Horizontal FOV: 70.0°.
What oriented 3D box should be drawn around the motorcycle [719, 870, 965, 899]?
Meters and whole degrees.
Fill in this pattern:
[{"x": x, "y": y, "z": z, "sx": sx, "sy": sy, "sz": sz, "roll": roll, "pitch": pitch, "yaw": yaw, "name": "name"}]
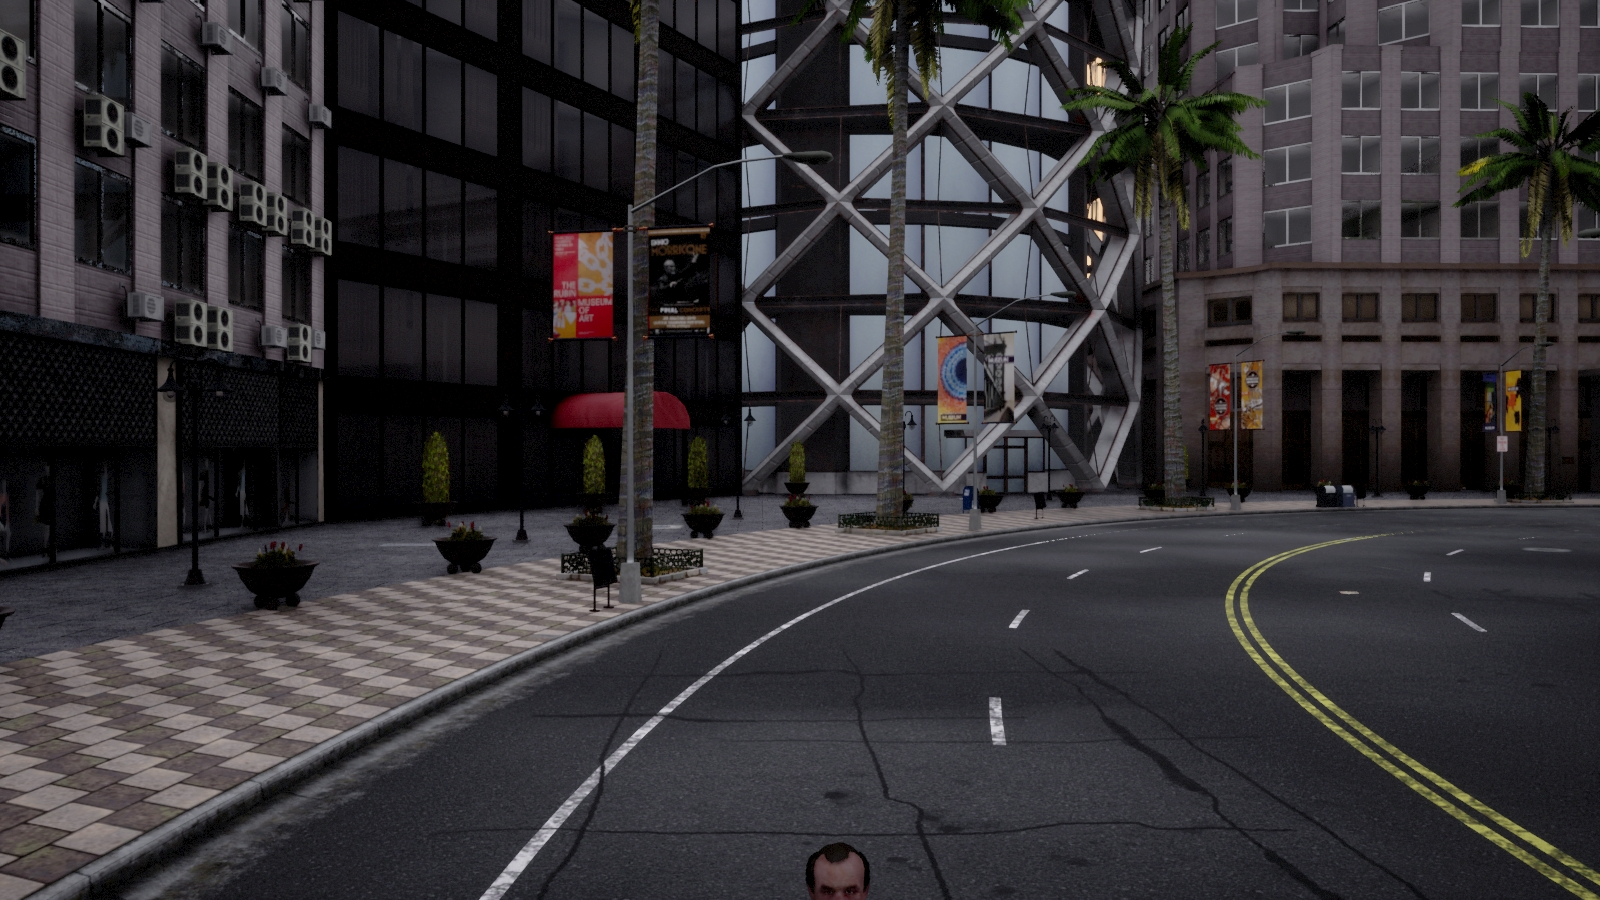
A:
[{"x": 0.124, "y": 2.182, "z": 3.338, "sx": 0.856, "sy": 1.236, "sz": 1.805, "roll": 0, "pitch": 0, "yaw": 2, "name": "motorcycle"}]
